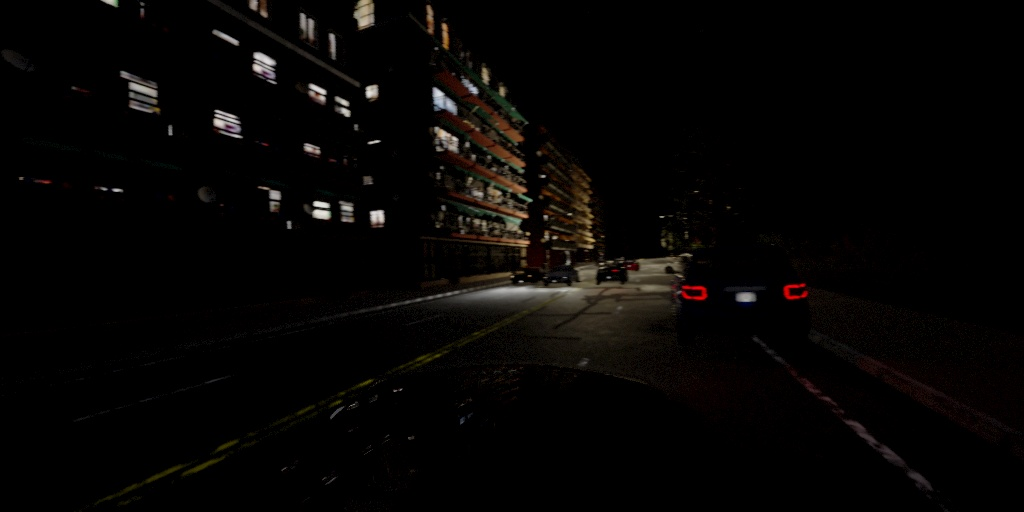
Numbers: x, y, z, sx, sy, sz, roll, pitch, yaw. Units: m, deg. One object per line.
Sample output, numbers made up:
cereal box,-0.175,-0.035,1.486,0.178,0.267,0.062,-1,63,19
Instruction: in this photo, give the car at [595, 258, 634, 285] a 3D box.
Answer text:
car,7.022,1.143,24.986,2.128,1.511,4.902,-3,-1,22

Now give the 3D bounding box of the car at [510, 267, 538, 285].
car,1.493,1.593,29.161,1.895,1.301,4.718,-3,-1,22

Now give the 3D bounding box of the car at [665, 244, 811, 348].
car,5.075,0.789,8.735,2.150,2.045,5.566,-3,-1,22

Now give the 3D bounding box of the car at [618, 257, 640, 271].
car,13.649,1.058,41.431,1.994,1.385,4.181,-3,-1,22

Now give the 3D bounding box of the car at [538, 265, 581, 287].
car,3.638,1.366,25.808,1.812,1.442,4.674,-3,-1,22
